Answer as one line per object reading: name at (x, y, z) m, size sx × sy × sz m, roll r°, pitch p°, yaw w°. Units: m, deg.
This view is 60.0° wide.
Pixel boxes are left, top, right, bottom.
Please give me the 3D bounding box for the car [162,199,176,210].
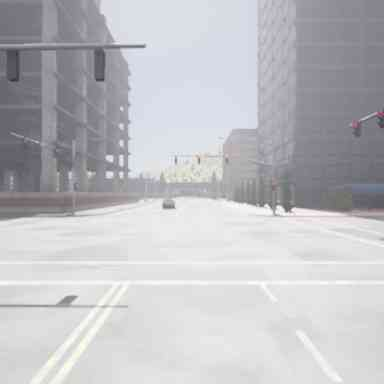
car at (-3.497, 1.850, 50.194) m, size 1.882 × 1.535 × 5.008 m, roll 0°, pitch 0°, yaw 0°
